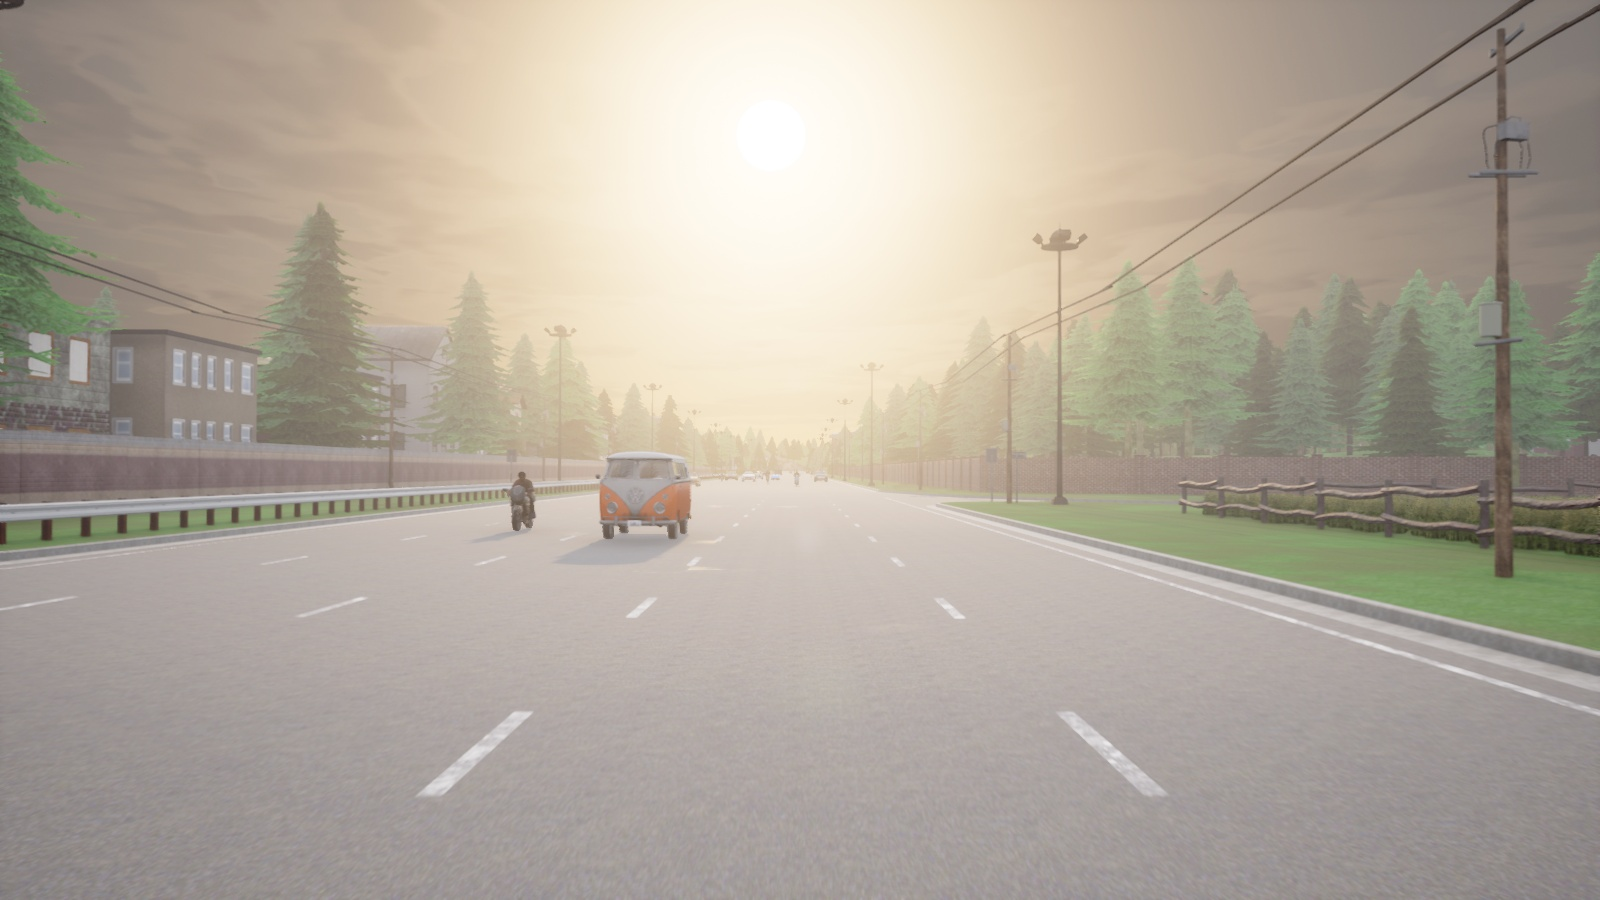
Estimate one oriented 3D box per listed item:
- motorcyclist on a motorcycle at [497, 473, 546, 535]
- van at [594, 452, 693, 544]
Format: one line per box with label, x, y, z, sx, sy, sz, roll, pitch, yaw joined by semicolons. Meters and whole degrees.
motorcyclist on a motorcycle;-7.077;1.361;32.020;0.797;1.523;2.044;0;-1;0
van;-3.571;1.073;29.356;1.775;1.987;4.442;0;-1;0
